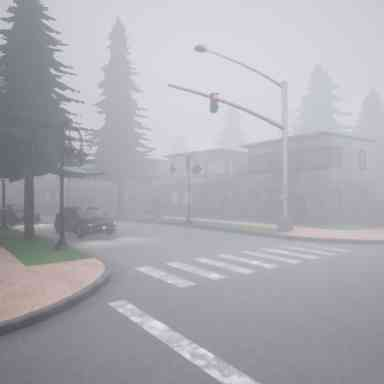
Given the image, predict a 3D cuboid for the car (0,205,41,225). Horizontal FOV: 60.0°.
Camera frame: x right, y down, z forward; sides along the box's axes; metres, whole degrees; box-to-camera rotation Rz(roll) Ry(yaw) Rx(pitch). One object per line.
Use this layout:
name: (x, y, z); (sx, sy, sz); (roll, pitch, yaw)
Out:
car: (-13.209, 1.671, 25.135); (4.181, 1.385, 1.994); (0, 0, 38)

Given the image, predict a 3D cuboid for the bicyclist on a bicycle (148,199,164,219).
bicyclist on a bicycle: (-2.825, 1.344, 26.270); (1.656, 1.620, 0.582); (0, 0, -45)

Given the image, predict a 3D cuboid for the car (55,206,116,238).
car: (-5.969, 1.554, 18.314); (1.837, 1.490, 4.892); (0, 0, -42)
